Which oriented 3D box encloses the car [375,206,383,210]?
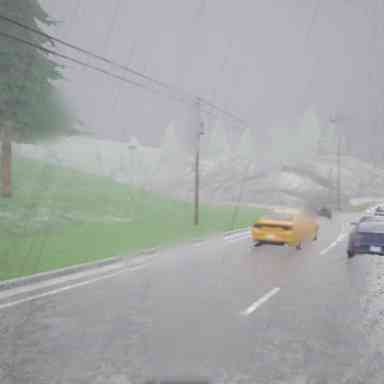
[{"bbox_3d":[15.713,1.792,26.617,1.895,1.301,4.718,1,0,32],"label":"car"}]

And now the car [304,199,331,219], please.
[{"bbox_3d":[11.433,1.462,30.571,2.097,1.767,4.553,1,0,16],"label":"car"}]

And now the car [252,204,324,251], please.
[{"bbox_3d":[4.239,1.510,14.641,1.882,1.535,5.008,1,1,31],"label":"car"}]

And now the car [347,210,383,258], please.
[{"bbox_3d":[6.918,1.608,12.298,1.812,1.442,4.674,1,0,32],"label":"car"}]
